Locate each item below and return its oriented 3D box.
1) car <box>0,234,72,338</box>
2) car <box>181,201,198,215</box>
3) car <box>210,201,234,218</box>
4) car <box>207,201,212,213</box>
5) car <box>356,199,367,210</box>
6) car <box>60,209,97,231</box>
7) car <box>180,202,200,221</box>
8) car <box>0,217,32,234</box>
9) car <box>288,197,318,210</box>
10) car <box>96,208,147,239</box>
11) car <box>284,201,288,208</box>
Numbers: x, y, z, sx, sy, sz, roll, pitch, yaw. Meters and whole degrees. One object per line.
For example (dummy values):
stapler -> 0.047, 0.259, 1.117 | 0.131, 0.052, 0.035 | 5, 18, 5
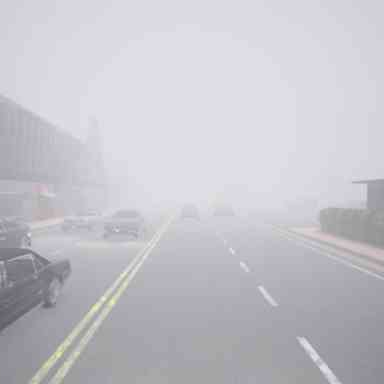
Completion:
car -> -3.640, 1.665, 5.331 | 1.895, 1.301, 4.718 | 0, -1, -1
car -> -0.299, 1.975, 42.440 | 2.128, 1.511, 4.902 | 0, -1, 0
car -> 3.277, 1.963, 35.286 | 1.994, 1.385, 4.181 | 0, -1, -1
car -> 3.152, 1.992, 45.446 | 1.882, 1.535, 5.008 | 0, -1, 0
car -> 18.042, 1.502, 31.267 | 3.866, 1.878, 1.905 | 0, -1, -2
car -> -7.290, 1.865, 22.771 | 1.895, 1.301, 4.718 | 0, -1, 0
car -> -0.185, 1.903, 31.233 | 2.033, 1.411, 5.357 | 0, -1, -1
car -> -7.177, 1.624, 11.122 | 2.128, 1.511, 4.902 | 0, -1, 0
car -> 17.315, 1.724, 50.876 | 3.866, 1.878, 1.905 | 0, -1, -2
car -> -3.710, 1.726, 18.994 | 1.837, 1.490, 4.892 | 0, -1, 0
car -> 17.267, 1.754, 53.770 | 4.605, 1.855, 1.932 | 0, -1, -2
